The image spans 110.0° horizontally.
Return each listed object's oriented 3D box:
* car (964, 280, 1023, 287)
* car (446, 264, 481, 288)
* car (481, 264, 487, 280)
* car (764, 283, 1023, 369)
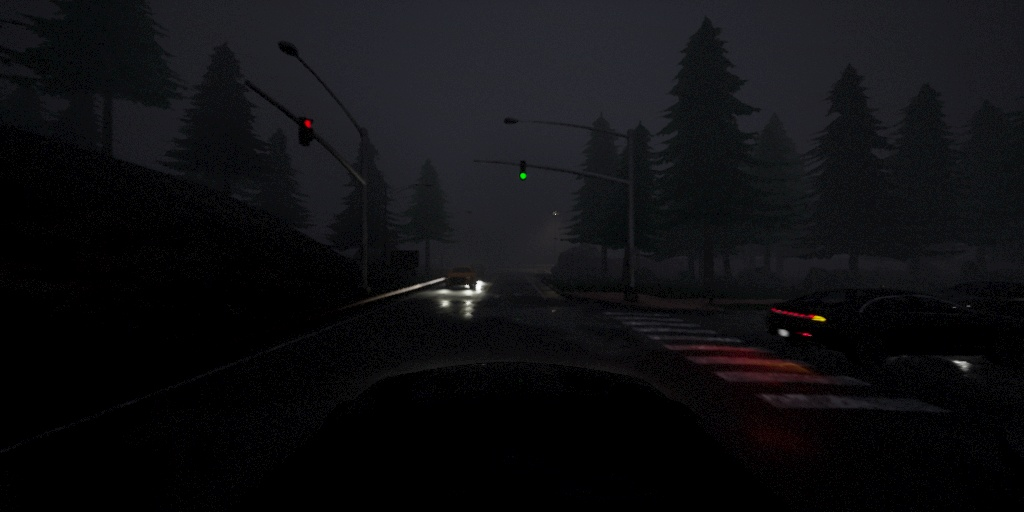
[{"bbox_3d":[15.673,1.538,11.533,4.892,1.490,1.837,0,-1,0],"label":"car"},{"bbox_3d":[-3.659,1.472,26.650,1.882,1.535,5.008,0,-1,0],"label":"car"},{"bbox_3d":[-3.645,1.587,36.772,2.128,1.511,4.902,0,-1,0],"label":"car"},{"bbox_3d":[8.409,1.483,7.967,4.902,1.511,2.128,0,-1,-1],"label":"car"}]
